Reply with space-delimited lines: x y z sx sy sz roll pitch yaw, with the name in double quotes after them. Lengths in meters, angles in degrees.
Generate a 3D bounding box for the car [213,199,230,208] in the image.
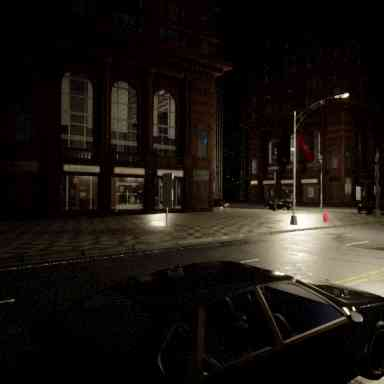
3.994 1.784 52.394 1.812 1.442 4.674 1 -1 -35 "car"

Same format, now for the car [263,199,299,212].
11.235 1.708 42.189 1.837 1.490 4.892 1 -1 -36 "car"

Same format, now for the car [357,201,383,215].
18.110 1.640 31.442 1.837 1.490 4.892 1 -1 -27 "car"

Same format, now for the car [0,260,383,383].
0.394 1.548 3.723 5.357 1.411 2.033 0 0 -36 "car"
